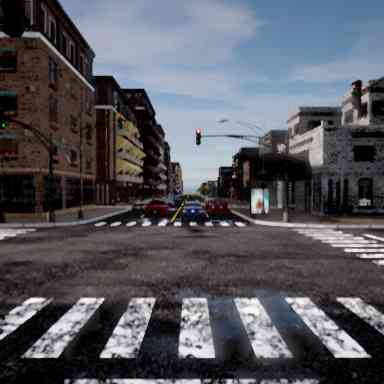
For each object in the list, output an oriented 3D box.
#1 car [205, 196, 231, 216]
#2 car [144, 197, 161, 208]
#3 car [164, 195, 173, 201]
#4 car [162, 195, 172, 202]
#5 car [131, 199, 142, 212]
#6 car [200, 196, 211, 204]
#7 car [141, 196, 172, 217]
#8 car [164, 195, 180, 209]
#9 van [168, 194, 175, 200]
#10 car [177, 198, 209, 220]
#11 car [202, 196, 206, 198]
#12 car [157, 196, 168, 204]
[{"bbox_3d":[2.626,1.415,32.007,1.967,1.590,4.097,0,0,0],"label":"car"},{"bbox_3d":[-5.784,1.525,49.070,2.008,1.369,4.403,0,0,0],"label":"car"},{"bbox_3d":[-5.847,1.514,83.079,1.752,1.417,4.829,-1,0,0],"label":"car"},{"bbox_3d":[-5.838,1.424,77.552,1.967,1.590,4.097,0,0,0],"label":"car"},{"bbox_3d":[-5.764,1.525,37.677,2.008,1.369,4.403,0,0,0],"label":"car"},{"bbox_3d":[2.565,1.529,66.188,2.008,1.369,4.403,-1,0,0],"label":"car"},{"bbox_3d":[-3.153,1.453,30.792,1.882,1.535,5.008,0,0,0],"label":"car"},{"bbox_3d":[-3.176,1.521,45.794,2.033,1.411,5.357,0,0,0],"label":"car"},{"bbox_3d":[-5.870,1.341,94.643,1.690,1.788,3.998,-1,0,0],"label":"van"},{"bbox_3d":[0.052,1.525,27.949,2.033,1.411,5.357,0,0,0],"label":"car"},{"bbox_3d":[2.606,1.556,43.401,1.802,1.307,4.206,0,0,0],"label":"car"},{"bbox_3d":[-5.816,1.503,65.990,1.752,1.417,4.829,0,0,0],"label":"car"}]
